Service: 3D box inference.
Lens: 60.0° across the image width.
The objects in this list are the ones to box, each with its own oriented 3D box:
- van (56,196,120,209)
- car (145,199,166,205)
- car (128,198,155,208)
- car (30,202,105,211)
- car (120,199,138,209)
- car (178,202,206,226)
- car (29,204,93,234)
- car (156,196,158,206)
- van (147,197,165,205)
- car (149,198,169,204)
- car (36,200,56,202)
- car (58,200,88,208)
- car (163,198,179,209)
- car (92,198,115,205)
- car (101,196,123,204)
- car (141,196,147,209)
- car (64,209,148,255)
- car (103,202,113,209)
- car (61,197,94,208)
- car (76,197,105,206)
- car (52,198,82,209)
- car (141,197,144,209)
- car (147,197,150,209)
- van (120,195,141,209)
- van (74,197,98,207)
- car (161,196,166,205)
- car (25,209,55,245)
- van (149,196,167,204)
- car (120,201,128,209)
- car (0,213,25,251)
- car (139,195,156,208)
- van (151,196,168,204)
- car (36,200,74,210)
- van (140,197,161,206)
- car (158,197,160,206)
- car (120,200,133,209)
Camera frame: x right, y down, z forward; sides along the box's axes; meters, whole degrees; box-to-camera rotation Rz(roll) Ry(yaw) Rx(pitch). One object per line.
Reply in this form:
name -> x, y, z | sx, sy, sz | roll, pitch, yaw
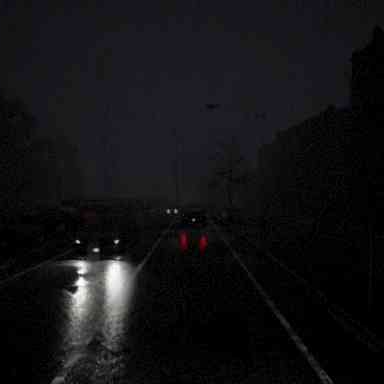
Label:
van -> -8.753, 1.524, 28.228 | 4.442, 1.987, 1.878 | 0, -1, 0
car -> -8.942, 2.390, 81.491 | 4.792, 1.488, 2.163 | 0, 0, 0
car -> -8.926, 1.992, 59.061 | 4.553, 1.767, 2.185 | 0, -1, 0
car -> -9.051, 1.680, 22.619 | 5.366, 1.575, 1.946 | 0, -1, 0
car -> -8.872, 1.850, 36.634 | 5.008, 1.535, 2.097 | 0, -1, 0
car -> 0.115, 1.770, 25.394 | 1.812, 1.442, 4.674 | 0, -1, 0
car -> -8.858, 1.651, 19.819 | 5.008, 1.535, 2.097 | 0, -1, 0
car -> -8.862, 1.799, 53.456 | 5.566, 2.045, 2.435 | 0, -1, 0
van -> -9.032, 2.151, 84.295 | 4.442, 1.987, 1.878 | 0, 0, 0
car -> -8.914, 2.406, 89.903 | 5.008, 1.535, 2.097 | 0, 0, 0
car -> -21.973, 2.015, 50.268 | 4.892, 1.521, 2.231 | 0, -1, 0
car -> -21.948, 2.176, 61.371 | 4.792, 1.488, 2.163 | 0, -1, 0
car -> -3.266, 2.160, 56.985 | 2.033, 1.411, 5.357 | 0, -1, 1
car -> -22.179, 2.371, 83.579 | 5.366, 1.575, 1.946 | 0, 0, 0
car -> -21.972, 2.164, 91.910 | 5.566, 2.045, 2.435 | 0, 0, 0
car -> -8.852, 1.825, 45.045 | 4.553, 1.767, 2.185 | 0, -1, 0
car -> -3.341, 1.674, 14.262 | 2.033, 1.411, 5.357 | 0, -1, 0
car -> -8.897, 1.746, 25.421 | 4.792, 1.488, 2.163 | 0, -1, 0
car -> -22.007, 1.928, 64.149 | 5.566, 2.045, 2.435 | 0, -1, 0
car -> -22.014, 2.027, 72.476 | 5.566, 2.045, 2.435 | 0, -1, 0
car -> -22.005, 1.987, 58.595 | 4.553, 1.767, 2.185 | 0, -1, 0
car -> -8.913, 1.791, 42.242 | 4.553, 1.767, 2.185 | 0, -1, 0
car -> -8.855, 1.858, 47.848 | 4.553, 1.767, 2.185 | 0, -1, 0
van -> -8.762, 1.658, 39.440 | 4.442, 1.987, 1.878 | 0, -1, 0
van -> -22.100, 2.019, 69.699 | 4.442, 1.987, 1.878 | 0, -1, 0
car -> -8.876, 2.000, 70.275 | 5.566, 2.045, 2.435 | 0, -1, 0
car -> -8.830, 1.623, 14.211 | 4.792, 1.488, 2.163 | 0, -1, 0
van -> -8.801, 2.167, 87.097 | 4.442, 1.987, 1.878 | 0, 0, 0
car -> -8.843, 1.813, 31.028 | 4.792, 1.488, 2.163 | 0, -1, 0
car -> -8.852, 1.568, 11.414 | 4.892, 1.521, 2.231 | 0, -1, 0
car -> -8.860, 1.766, 50.653 | 5.566, 2.045, 2.435 | 0, -1, 0
van -> -9.039, 2.191, 92.707 | 4.442, 1.987, 1.878 | 0, 0, 0
car -> -21.785, 2.044, 53.044 | 5.366, 1.575, 1.946 | 0, -1, 0
van -> -9.023, 2.058, 73.075 | 4.442, 1.987, 1.878 | 0, -1, 0
car -> -8.891, 2.152, 61.862 | 4.892, 1.521, 2.231 | 0, -1, 0
car -> -8.845, 1.846, 33.831 | 4.792, 1.488, 2.163 | 0, -1, 0
